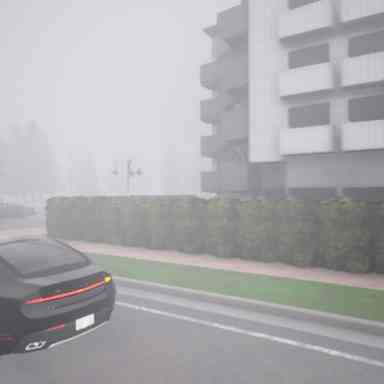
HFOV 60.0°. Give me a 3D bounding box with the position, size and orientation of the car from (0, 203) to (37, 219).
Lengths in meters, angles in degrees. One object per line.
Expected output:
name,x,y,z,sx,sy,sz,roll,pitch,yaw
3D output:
car,-15.945,1.651,27.959,2.033,1.411,5.357,0,0,34

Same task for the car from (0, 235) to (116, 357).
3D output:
car,-3.501,1.528,5.853,4.892,1.490,1.837,0,0,33

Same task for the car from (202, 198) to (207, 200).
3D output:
car,1.243,1.526,46.923,1.882,1.535,5.008,0,0,34
